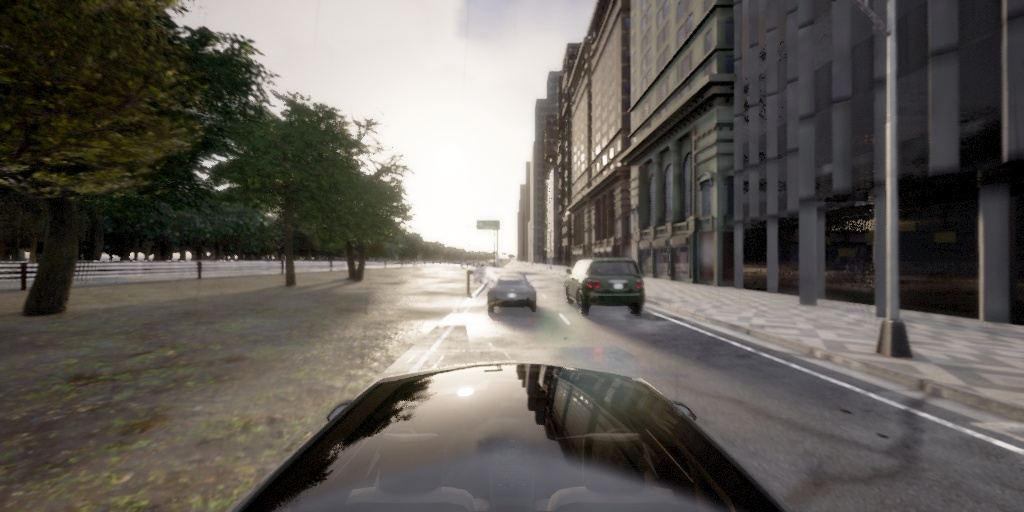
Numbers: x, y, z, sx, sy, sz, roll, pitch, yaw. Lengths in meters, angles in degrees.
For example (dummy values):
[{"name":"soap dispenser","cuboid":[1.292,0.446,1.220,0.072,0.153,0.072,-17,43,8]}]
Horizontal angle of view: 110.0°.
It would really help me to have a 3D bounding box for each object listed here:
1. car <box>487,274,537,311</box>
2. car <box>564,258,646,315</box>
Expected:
[{"name":"car","cuboid":[0.009,1.447,15.267,1.994,1.385,4.181,0,0,0]},{"name":"car","cuboid":[3.500,1.099,14.423,2.150,2.045,5.566,0,0,0]}]
